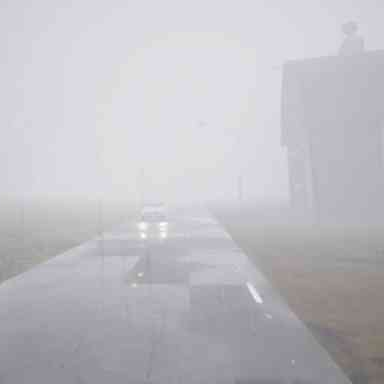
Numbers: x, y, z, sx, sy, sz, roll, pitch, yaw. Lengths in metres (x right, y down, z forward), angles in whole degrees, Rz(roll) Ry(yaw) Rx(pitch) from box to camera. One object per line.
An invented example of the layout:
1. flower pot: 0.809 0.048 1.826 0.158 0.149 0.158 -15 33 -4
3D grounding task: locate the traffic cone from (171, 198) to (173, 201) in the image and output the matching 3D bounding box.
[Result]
1. traffic cone: -3.853 1.624 56.208 0.340 0.580 0.340 0 1 0

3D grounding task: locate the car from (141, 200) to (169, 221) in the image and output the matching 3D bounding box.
1. car: -2.848 1.410 26.195 1.812 1.442 4.674 0 0 0

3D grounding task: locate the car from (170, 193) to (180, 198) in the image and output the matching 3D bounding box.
1. car: -4.524 0.926 87.663 1.895 1.301 4.718 0 1 -16
